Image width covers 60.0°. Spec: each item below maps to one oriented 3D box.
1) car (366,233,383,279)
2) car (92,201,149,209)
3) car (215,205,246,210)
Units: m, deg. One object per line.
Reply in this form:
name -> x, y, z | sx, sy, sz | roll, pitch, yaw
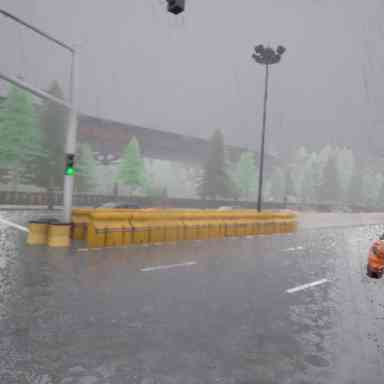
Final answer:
car -> 7.314, 1.805, 10.396 | 4.553, 1.767, 2.097 | 4, 0, -43
car -> -4.303, 1.294, 18.724 | 4.892, 1.490, 1.837 | 3, 0, -43
car -> 2.826, 1.751, 25.476 | 4.674, 1.442, 1.812 | 3, 0, -43
